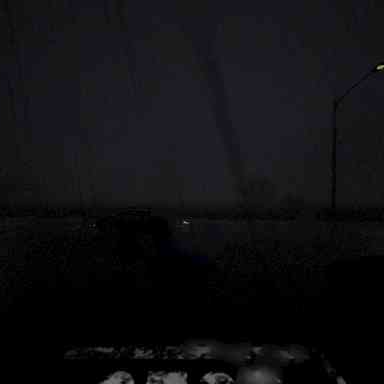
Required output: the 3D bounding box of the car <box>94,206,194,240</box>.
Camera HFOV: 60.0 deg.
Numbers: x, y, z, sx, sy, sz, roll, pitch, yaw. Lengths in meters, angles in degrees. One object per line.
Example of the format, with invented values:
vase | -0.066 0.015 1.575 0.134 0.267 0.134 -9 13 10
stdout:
car | -2.356 1.492 16.650 4.902 1.511 2.128 0 0 0
